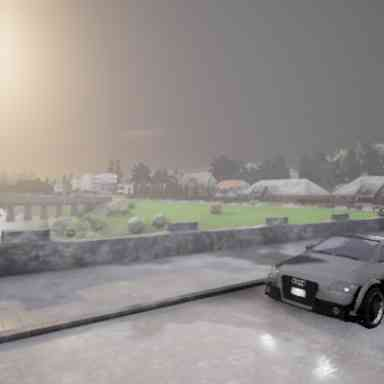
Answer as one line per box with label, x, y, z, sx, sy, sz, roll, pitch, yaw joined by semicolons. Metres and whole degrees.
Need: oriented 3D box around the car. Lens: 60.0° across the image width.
car;3.530;1.626;7.116;4.181;1.385;1.994;1;0;-35
